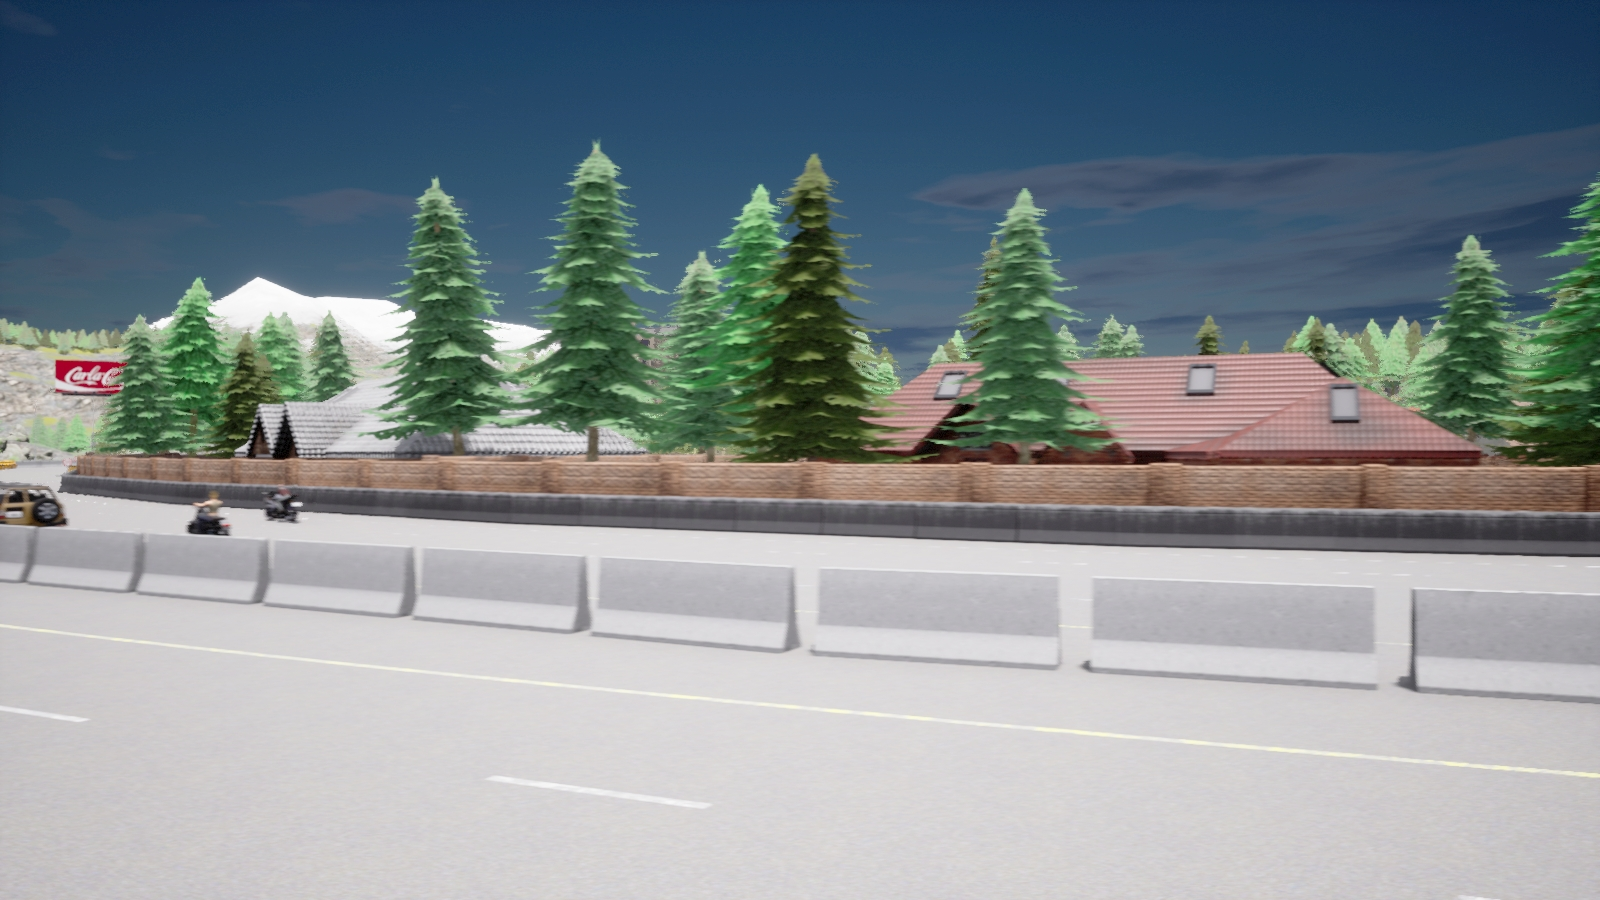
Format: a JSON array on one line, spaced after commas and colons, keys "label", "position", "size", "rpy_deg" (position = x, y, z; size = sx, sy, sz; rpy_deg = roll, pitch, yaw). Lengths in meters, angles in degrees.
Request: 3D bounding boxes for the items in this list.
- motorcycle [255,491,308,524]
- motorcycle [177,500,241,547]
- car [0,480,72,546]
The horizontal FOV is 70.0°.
[{"label": "motorcycle", "position": [-20.507, 2.258, 45.140], "size": [2.209, 1.251, 0.867], "rpy_deg": [0, -1, 35]}, {"label": "motorcycle", "position": [-17.766, 2.185, 34.312], "size": [2.356, 1.325, 0.764], "rpy_deg": [0, 0, 37]}, {"label": "car", "position": [-24.866, 1.901, 35.632], "size": [4.605, 1.855, 1.932], "rpy_deg": [0, 0, 33]}]
